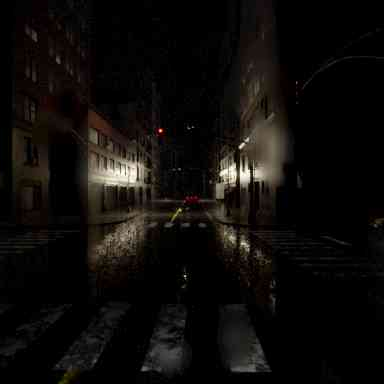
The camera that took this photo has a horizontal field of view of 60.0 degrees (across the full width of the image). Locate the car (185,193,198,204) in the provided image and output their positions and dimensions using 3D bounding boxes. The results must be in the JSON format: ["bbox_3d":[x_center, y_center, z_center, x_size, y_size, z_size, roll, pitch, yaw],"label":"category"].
[{"bbox_3d":[-0.045,1.184,60.453,2.150,2.045,5.566,0,0,0],"label":"car"}]

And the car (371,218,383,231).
[{"bbox_3d":[12.380,1.514,18.047,4.829,1.417,1.752,0,0,0],"label":"car"}]
